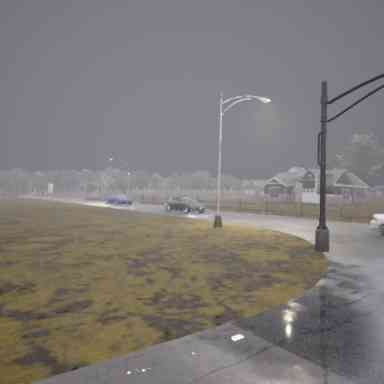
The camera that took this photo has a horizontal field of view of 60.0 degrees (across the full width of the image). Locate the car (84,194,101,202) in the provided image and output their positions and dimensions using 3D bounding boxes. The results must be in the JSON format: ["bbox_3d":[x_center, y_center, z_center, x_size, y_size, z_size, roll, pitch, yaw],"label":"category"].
[{"bbox_3d":[-18.191,1.006,61.146,2.033,1.411,5.357,2,-1,-35],"label":"car"}]

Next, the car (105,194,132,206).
[{"bbox_3d":[-9.311,0.987,42.477,1.882,1.535,5.008,2,0,-35],"label":"car"}]

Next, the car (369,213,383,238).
[{"bbox_3d":[10.414,1.463,14.707,1.812,1.442,4.674,1,1,-35],"label":"car"}]

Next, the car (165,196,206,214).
[{"bbox_3d":[-0.654,1.172,30.296,1.837,1.490,4.892,2,-1,-35],"label":"car"}]
